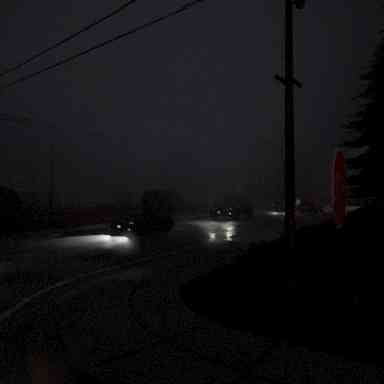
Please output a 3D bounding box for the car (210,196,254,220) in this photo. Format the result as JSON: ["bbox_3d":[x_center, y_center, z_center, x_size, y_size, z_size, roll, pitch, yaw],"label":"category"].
[{"bbox_3d":[3.661,1.337,29.583,2.150,2.045,5.566,0,0,32],"label":"car"}]

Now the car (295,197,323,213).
[{"bbox_3d":[13.755,1.576,38.402,1.882,1.535,5.008,0,0,33],"label":"car"}]

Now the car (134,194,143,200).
[{"bbox_3d":[-14.176,1.501,86.790,3.866,1.878,1.905,-2,6,-11],"label":"car"}]

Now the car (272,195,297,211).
[{"bbox_3d":[12.026,1.342,42.468,2.150,2.045,5.566,0,0,33],"label":"car"}]

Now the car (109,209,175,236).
[{"bbox_3d":[-2.842,1.675,19.473,1.994,1.385,4.181,0,0,32],"label":"car"}]
